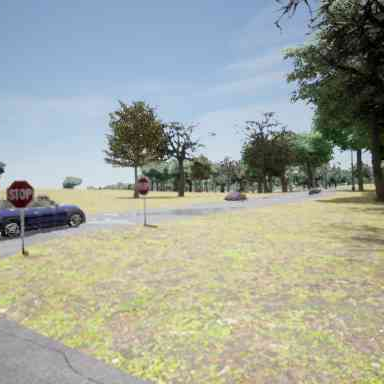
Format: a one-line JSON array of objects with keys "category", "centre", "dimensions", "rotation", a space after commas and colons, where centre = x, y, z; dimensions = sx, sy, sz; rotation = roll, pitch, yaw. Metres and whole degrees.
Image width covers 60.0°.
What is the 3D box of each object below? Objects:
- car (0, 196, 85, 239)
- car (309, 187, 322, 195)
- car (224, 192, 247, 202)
[{"category": "car", "centre": [-7.322, 0.979, 15.557], "dimensions": [2.097, 1.767, 4.553], "rotation": [-3, 2, 34]}, {"category": "car", "centre": [22.766, -0.238, 61.227], "dimensions": [1.895, 1.301, 4.718], "rotation": [-3, 1, 28]}, {"category": "car", "centre": [6.228, 0.701, 47.752], "dimensions": [1.994, 1.385, 4.181], "rotation": [-3, 0, 34]}]
